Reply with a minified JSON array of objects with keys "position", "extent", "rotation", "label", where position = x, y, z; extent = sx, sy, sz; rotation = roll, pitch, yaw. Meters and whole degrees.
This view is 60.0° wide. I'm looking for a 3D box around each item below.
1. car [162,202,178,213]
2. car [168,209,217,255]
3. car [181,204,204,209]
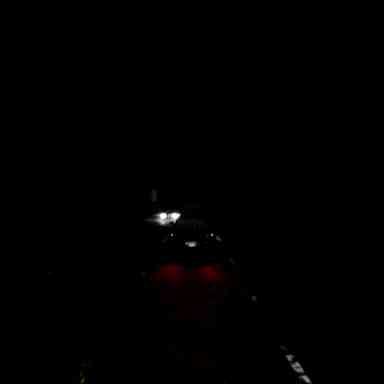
[{"position":[-2.786,2.006,42.780],"extent":[1.895,1.301,4.718],"rotation":[0,-1,0],"label":"car"},{"position":[0.018,1.662,13.891],"extent":[1.812,1.442,4.674],"rotation":[0,0,1],"label":"car"},{"position":[0.013,1.758,29.222],"extent":[1.882,1.535,5.008],"rotation":[0,0,1],"label":"car"}]
